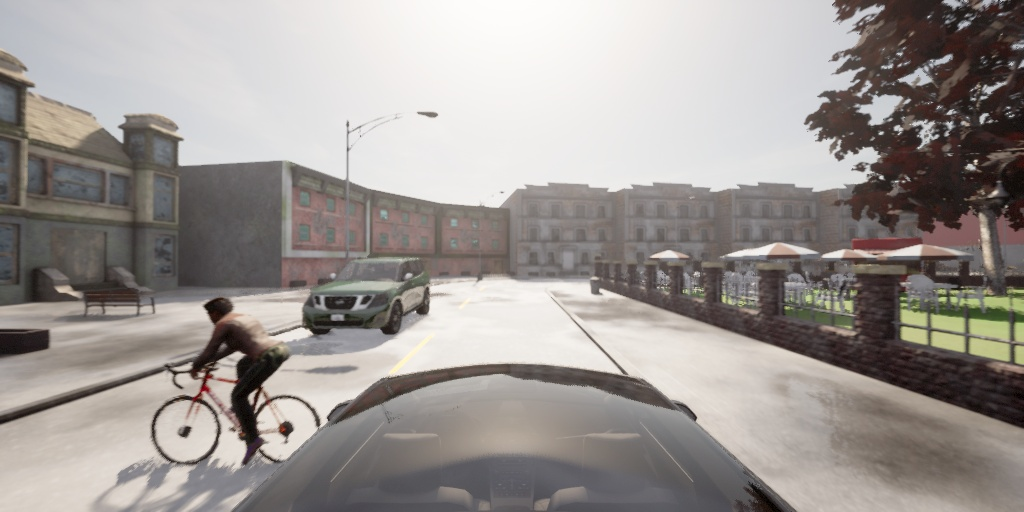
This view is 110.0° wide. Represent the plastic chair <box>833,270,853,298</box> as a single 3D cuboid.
[{"bbox_3d":[16.422,1.490,18.016,0.730,1.272,0.750,0,0,-40],"label":"plastic chair"}]

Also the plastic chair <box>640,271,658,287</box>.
[{"bbox_3d":[8.017,1.519,21.281,0.730,1.272,0.750,0,0,0],"label":"plastic chair"}]

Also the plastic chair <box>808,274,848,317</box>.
[{"bbox_3d":[11.004,1.367,12.477,0.750,1.272,0.730,0,0,-31],"label":"plastic chair"}]

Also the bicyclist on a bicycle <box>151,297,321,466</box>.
[{"bbox_3d":[-2.666,1.218,3.460,1.656,1.620,0.582,-1,-1,0],"label":"bicyclist on a bicycle"}]

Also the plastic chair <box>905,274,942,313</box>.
[{"bbox_3d":[15.155,1.403,13.211,0.730,1.272,0.750,0,0,-39],"label":"plastic chair"}]

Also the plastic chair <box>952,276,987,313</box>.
[{"bbox_3d":[16.692,1.363,13.048,0.750,1.272,0.730,0,0,-38],"label":"plastic chair"}]

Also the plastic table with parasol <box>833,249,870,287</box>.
[{"bbox_3d":[17.454,0.893,18.759,2.482,2.480,2.482,0,0,-40],"label":"plastic table with parasol"}]

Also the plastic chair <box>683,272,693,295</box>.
[{"bbox_3d":[9.348,1.505,19.861,0.750,1.272,0.730,0,0,5],"label":"plastic chair"}]

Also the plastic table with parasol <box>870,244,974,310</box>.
[{"bbox_3d":[15.992,0.788,13.943,2.482,2.480,2.482,0,0,-38],"label":"plastic table with parasol"}]

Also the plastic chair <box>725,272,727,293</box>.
[{"bbox_3d":[10.658,1.413,16.825,0.730,1.272,0.750,0,0,-39],"label":"plastic chair"}]

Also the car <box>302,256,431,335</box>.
[{"bbox_3d":[-4.069,1.047,11.166,2.150,2.045,5.566,0,1,0],"label":"car"}]

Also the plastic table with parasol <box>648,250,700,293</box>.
[{"bbox_3d":[9.279,0.915,21.188,2.482,2.480,2.482,0,0,0],"label":"plastic table with parasol"}]

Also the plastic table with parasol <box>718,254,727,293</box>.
[{"bbox_3d":[11.680,0.850,17.539,2.482,2.480,2.482,0,0,-40],"label":"plastic table with parasol"}]

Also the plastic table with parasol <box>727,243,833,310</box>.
[{"bbox_3d":[10.060,0.740,13.492,2.482,2.480,2.482,0,0,-38],"label":"plastic table with parasol"}]

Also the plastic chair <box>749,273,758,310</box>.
[{"bbox_3d":[9.073,1.372,12.769,0.730,1.272,0.750,0,0,-40],"label":"plastic chair"}]
